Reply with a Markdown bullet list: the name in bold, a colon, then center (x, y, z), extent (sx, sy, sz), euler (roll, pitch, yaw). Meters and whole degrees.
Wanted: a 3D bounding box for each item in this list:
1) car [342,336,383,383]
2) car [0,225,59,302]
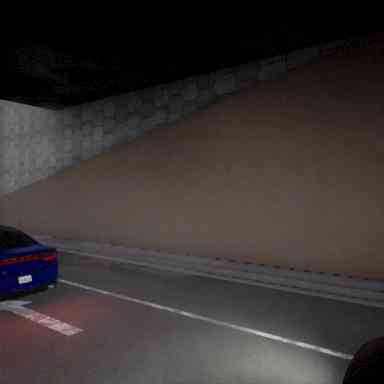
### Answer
- **car**: center (3.306, 1.505, 1.520), extent (4.892, 1.490, 1.837), euler (0, 0, 37)
- **car**: center (-5.121, 1.478, 7.650), extent (5.008, 1.535, 1.882), euler (0, 0, 36)
